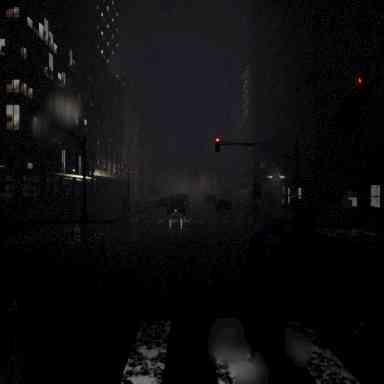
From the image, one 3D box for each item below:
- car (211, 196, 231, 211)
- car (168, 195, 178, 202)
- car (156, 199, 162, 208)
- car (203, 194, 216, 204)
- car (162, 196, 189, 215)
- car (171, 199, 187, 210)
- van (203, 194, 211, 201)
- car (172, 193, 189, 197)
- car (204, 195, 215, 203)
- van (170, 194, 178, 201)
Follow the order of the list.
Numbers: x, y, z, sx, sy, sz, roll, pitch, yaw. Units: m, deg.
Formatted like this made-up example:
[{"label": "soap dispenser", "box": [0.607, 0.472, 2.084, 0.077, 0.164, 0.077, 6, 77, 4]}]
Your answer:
[{"label": "car", "box": [3.855, 1.579, 41.797, 1.947, 1.339, 4.313, 0, 0, 0]}, {"label": "car", "box": [-4.272, 1.426, 74.915, 1.967, 1.590, 4.097, 0, 0, 0]}, {"label": "car", "box": [-4.107, 1.592, 47.277, 1.802, 1.307, 4.206, 0, 0, 0]}, {"label": "car", "box": [3.674, 1.312, 63.906, 2.192, 1.841, 5.009, 0, 0, 0]}, {"label": "car", "box": [-1.569, 1.508, 33.724, 2.128, 1.511, 4.902, 0, 0, -1]}, {"label": "car", "box": [-1.615, 1.613, 43.644, 1.895, 1.301, 4.718, 0, 0, 0]}, {"label": "van", "box": [3.575, 1.321, 80.489, 1.690, 1.788, 3.998, 0, 0, 0]}, {"label": "car", "box": [-1.667, 1.228, 54.139, 2.150, 2.045, 5.566, 0, 0, 0]}, {"label": "car", "box": [3.641, 1.432, 69.434, 1.967, 1.590, 4.097, 0, 0, 0]}, {"label": "van", "box": [-4.305, 1.321, 80.442, 1.690, 1.788, 3.998, 0, 0, 0]}]
